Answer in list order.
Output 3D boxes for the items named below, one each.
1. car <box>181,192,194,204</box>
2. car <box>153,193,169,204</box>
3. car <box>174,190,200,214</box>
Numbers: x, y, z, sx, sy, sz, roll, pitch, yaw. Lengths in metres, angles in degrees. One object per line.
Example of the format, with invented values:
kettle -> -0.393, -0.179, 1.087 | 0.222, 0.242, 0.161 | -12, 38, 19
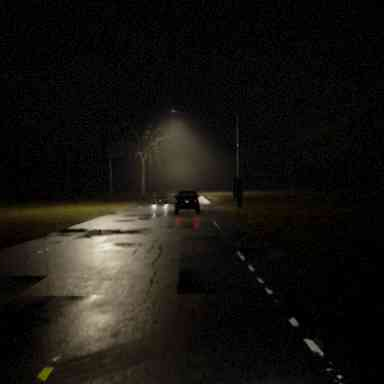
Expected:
car -> -0.632, 0.788, 47.357 | 1.812, 1.442, 4.674 | 0, 1, 0
car -> -4.183, 0.874, 45.990 | 1.837, 1.490, 4.892 | 0, 1, -1
car -> -0.429, 0.826, 29.863 | 2.150, 2.045, 5.566 | 0, 1, -1
